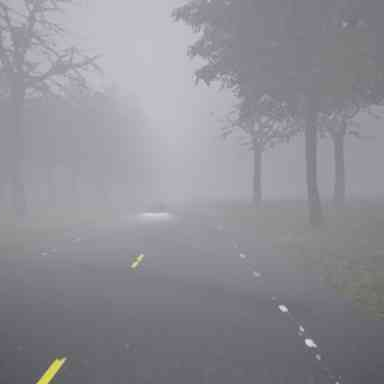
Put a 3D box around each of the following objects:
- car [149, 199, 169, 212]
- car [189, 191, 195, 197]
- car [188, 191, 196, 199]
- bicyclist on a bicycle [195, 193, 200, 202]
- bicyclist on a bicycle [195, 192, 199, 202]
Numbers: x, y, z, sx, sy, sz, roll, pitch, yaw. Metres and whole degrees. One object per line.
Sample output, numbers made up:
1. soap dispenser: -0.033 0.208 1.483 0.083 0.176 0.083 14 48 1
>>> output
1. car: -3.597 1.443 36.672 1.895 1.301 4.718 0 1 0
2. car: 0.000 0.524 95.205 1.812 1.442 4.674 0 1 0
3. car: 0.000 0.916 77.940 2.033 1.411 5.357 0 1 0
4. bicyclist on a bicycle: 0.969 1.097 54.799 0.866 1.612 1.509 0 1 0
5. bicyclist on a bicycle: 0.962 0.924 64.278 0.659 1.776 1.843 0 1 0
